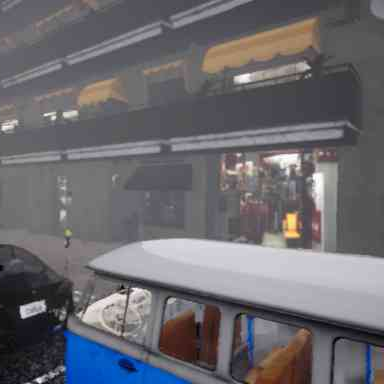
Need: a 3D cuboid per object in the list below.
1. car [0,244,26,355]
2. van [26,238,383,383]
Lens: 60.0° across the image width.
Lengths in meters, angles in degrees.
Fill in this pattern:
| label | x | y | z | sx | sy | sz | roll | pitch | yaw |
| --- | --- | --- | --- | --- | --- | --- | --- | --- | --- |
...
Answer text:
| label | x | y | z | sx | sy | sz | roll | pitch | yaw |
| --- | --- | --- | --- | --- | --- | --- | --- | --- | --- |
| car | -3.756 | 1.555 | 5.543 | 4.313 | 1.339 | 1.947 | 0 | 1 | 35 |
| van | 0.742 | 1.340 | 2.335 | 3.998 | 1.788 | 1.690 | 0 | 1 | 35 |
